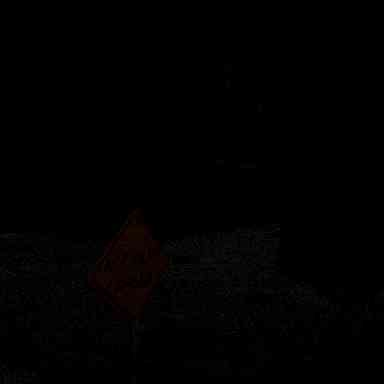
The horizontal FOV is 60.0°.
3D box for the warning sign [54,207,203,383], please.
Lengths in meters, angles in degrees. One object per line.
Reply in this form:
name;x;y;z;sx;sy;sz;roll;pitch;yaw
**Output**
warning sign;-0.678;1.133;3.804;1.060;1.860;1.300;0;0;36
